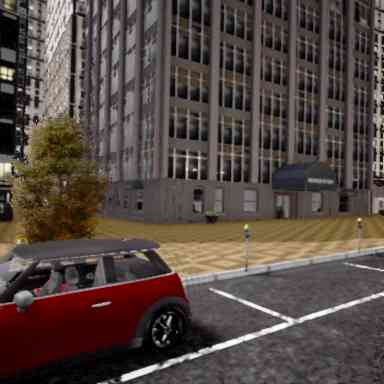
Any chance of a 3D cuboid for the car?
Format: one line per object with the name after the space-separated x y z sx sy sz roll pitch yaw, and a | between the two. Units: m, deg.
-2.070 1.450 4.599 4.097 1.590 1.967 1 1 -35 | car
